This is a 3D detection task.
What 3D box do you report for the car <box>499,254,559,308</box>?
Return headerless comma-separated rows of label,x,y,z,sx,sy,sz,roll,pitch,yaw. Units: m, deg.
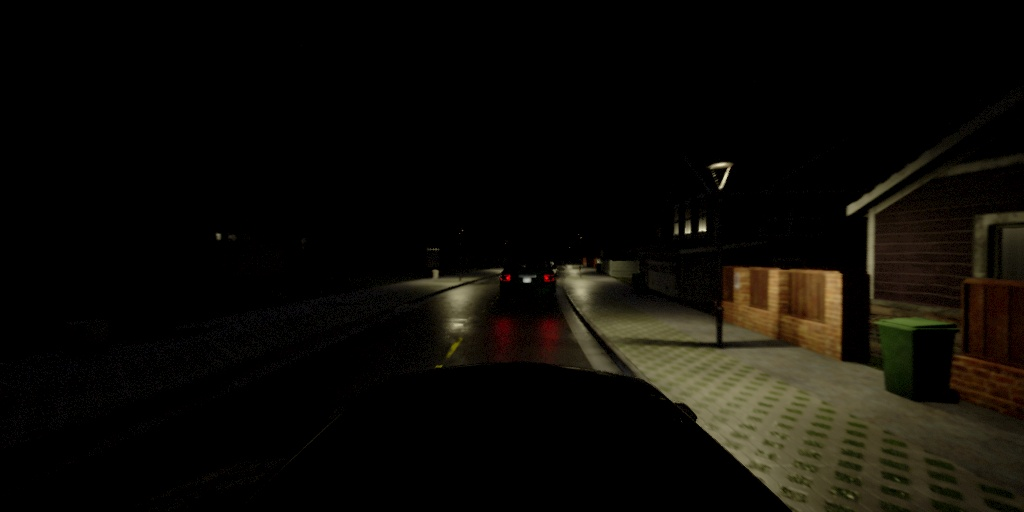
car,0.749,0.948,15.373,2.150,2.045,5.566,0,0,5
